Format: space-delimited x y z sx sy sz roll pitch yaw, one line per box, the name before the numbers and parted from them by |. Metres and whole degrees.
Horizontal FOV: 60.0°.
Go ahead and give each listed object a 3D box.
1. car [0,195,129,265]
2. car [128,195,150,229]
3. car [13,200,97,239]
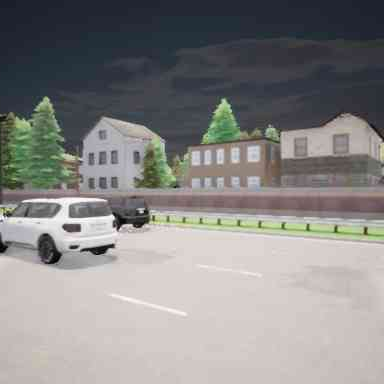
car | -5.091 1.222 11.925 5.566 2.045 2.150 0 0 36
car | -5.080 1.222 20.518 5.566 2.045 2.150 0 0 36
car | -7.414 1.353 17.883 4.553 1.767 2.097 0 0 36
